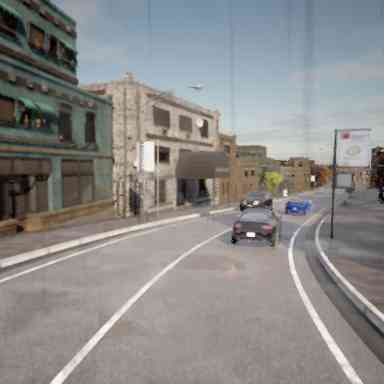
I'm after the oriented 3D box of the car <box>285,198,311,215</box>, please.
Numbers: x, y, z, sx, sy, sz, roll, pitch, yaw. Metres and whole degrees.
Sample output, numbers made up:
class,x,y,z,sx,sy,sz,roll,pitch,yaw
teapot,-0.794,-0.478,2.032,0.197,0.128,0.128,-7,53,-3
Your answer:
class,x,y,z,sx,sy,sz,roll,pitch,yaw
car,10.219,1.289,31.830,1.882,1.535,5.008,2,2,25

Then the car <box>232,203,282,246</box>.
class,x,y,z,sx,sy,sz,roll,pitch,yaw
car,3.019,1.480,15.101,1.812,1.442,4.674,2,1,18

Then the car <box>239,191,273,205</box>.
class,x,y,z,sx,sy,sz,roll,pitch,yaw
car,6.336,0.906,32.163,2.150,2.045,5.566,3,1,26
